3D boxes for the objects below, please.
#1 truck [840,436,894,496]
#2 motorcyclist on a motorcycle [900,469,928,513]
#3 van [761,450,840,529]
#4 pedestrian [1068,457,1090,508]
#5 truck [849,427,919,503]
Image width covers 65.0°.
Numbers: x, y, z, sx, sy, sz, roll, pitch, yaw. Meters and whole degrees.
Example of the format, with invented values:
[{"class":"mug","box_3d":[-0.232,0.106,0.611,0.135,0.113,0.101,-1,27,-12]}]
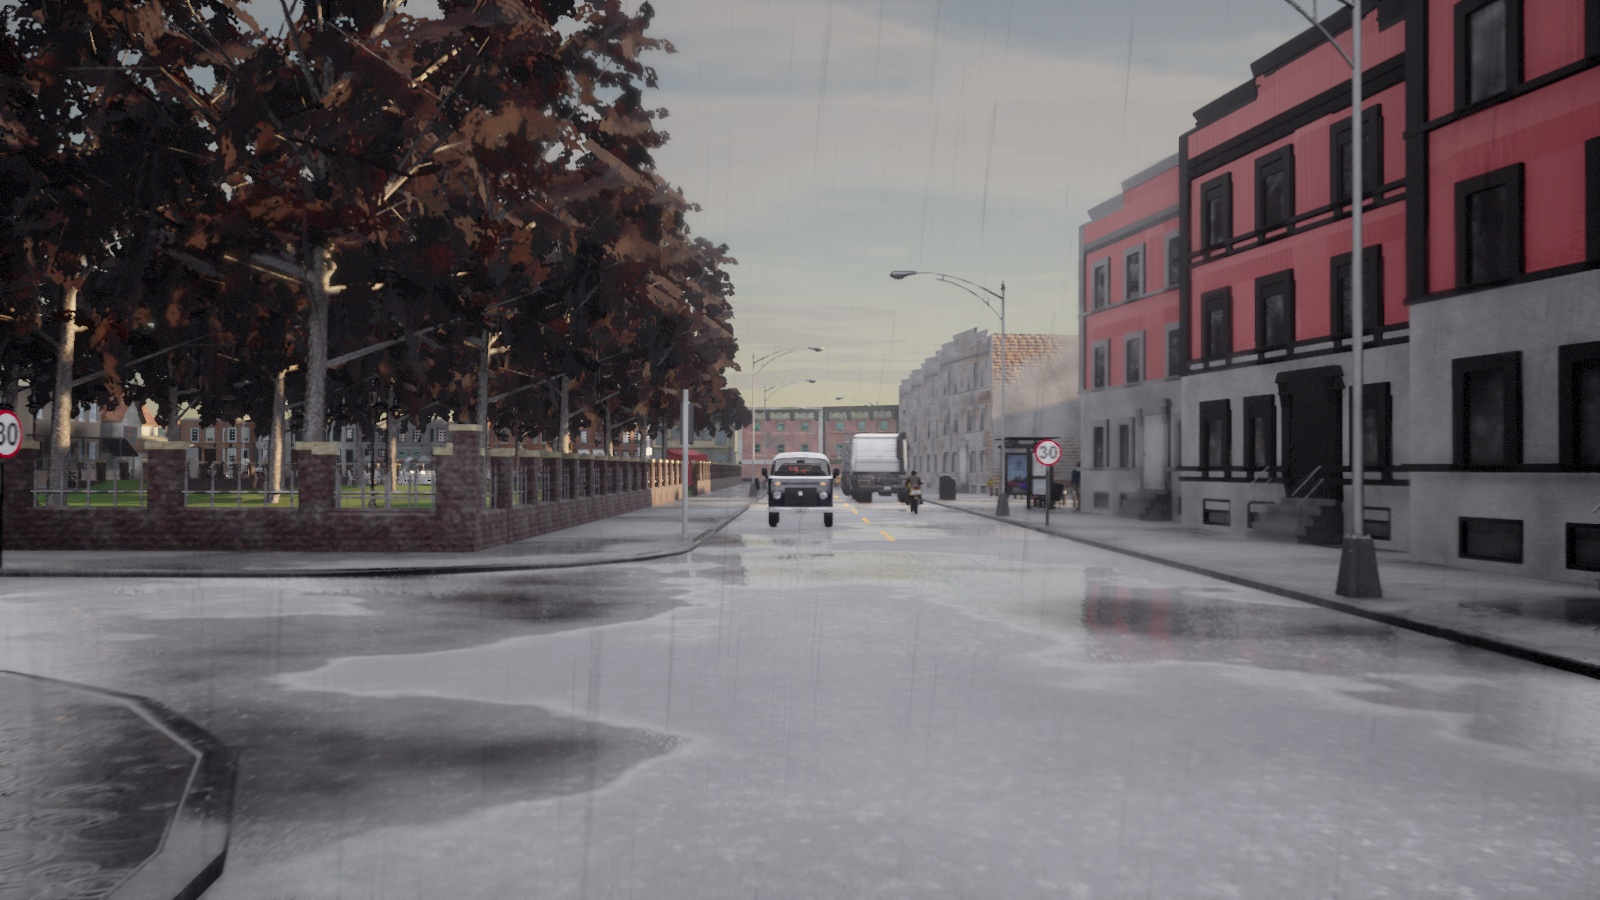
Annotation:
[{"class":"truck","box_3d":[4.032,0.975,76.932,2.891,3.462,7.936,0,-1,0]},{"class":"motorcyclist on a motorcycle","box_3d":[4.022,1.450,44.492,0.797,1.523,2.044,0,-1,0]},{"class":"van","box_3d":[0.028,1.063,34.959,2.069,2.038,4.480,0,-1,0]},{"class":"pedestrian","box_3d":[10.154,1.171,45.703,0.726,1.842,0.402,1,-1,-42]},{"class":"truck","box_3d":[4.028,0.750,62.029,2.891,3.462,7.936,0,-1,0]}]
